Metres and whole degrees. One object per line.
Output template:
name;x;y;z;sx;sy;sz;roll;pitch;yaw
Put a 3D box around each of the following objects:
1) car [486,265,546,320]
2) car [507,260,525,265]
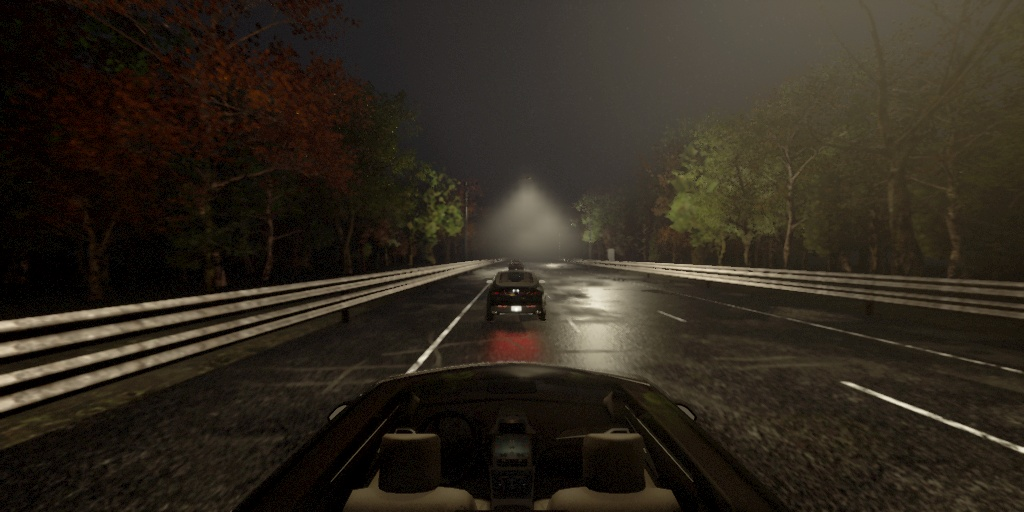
car;0.137;1.250;12.626;1.837;1.490;4.892;0;0;0
car;0.520;1.236;43.233;1.837;1.490;4.892;0;0;1
